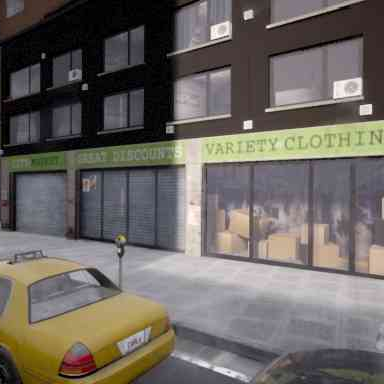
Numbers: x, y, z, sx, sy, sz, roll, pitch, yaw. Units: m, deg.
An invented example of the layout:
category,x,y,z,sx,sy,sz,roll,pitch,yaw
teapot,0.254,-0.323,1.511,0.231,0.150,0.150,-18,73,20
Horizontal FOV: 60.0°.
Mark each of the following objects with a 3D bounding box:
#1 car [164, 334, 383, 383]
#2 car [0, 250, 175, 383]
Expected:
category,x,y,z,sx,sy,sz,roll,pitch,yaw
car,2.239,1.551,1.527,4.403,1.369,2.008,0,1,35
car,-2.499,1.524,4.796,4.829,1.417,1.752,0,1,35
